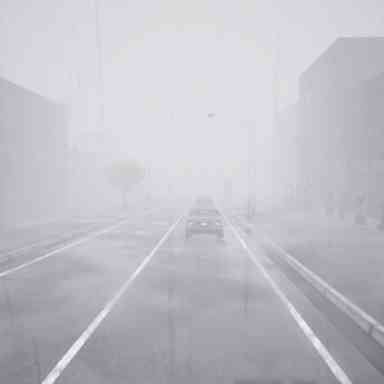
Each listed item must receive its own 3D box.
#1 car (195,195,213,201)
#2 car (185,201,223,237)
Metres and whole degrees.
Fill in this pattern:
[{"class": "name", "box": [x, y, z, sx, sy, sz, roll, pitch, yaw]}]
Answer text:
[{"class": "car", "box": [1.361, 1.032, 37.883, 1.882, 1.535, 5.008, 0, 1, 2]}, {"class": "car", "box": [0.633, 1.438, 17.232, 2.033, 1.411, 5.357, 0, 1, 2]}]
